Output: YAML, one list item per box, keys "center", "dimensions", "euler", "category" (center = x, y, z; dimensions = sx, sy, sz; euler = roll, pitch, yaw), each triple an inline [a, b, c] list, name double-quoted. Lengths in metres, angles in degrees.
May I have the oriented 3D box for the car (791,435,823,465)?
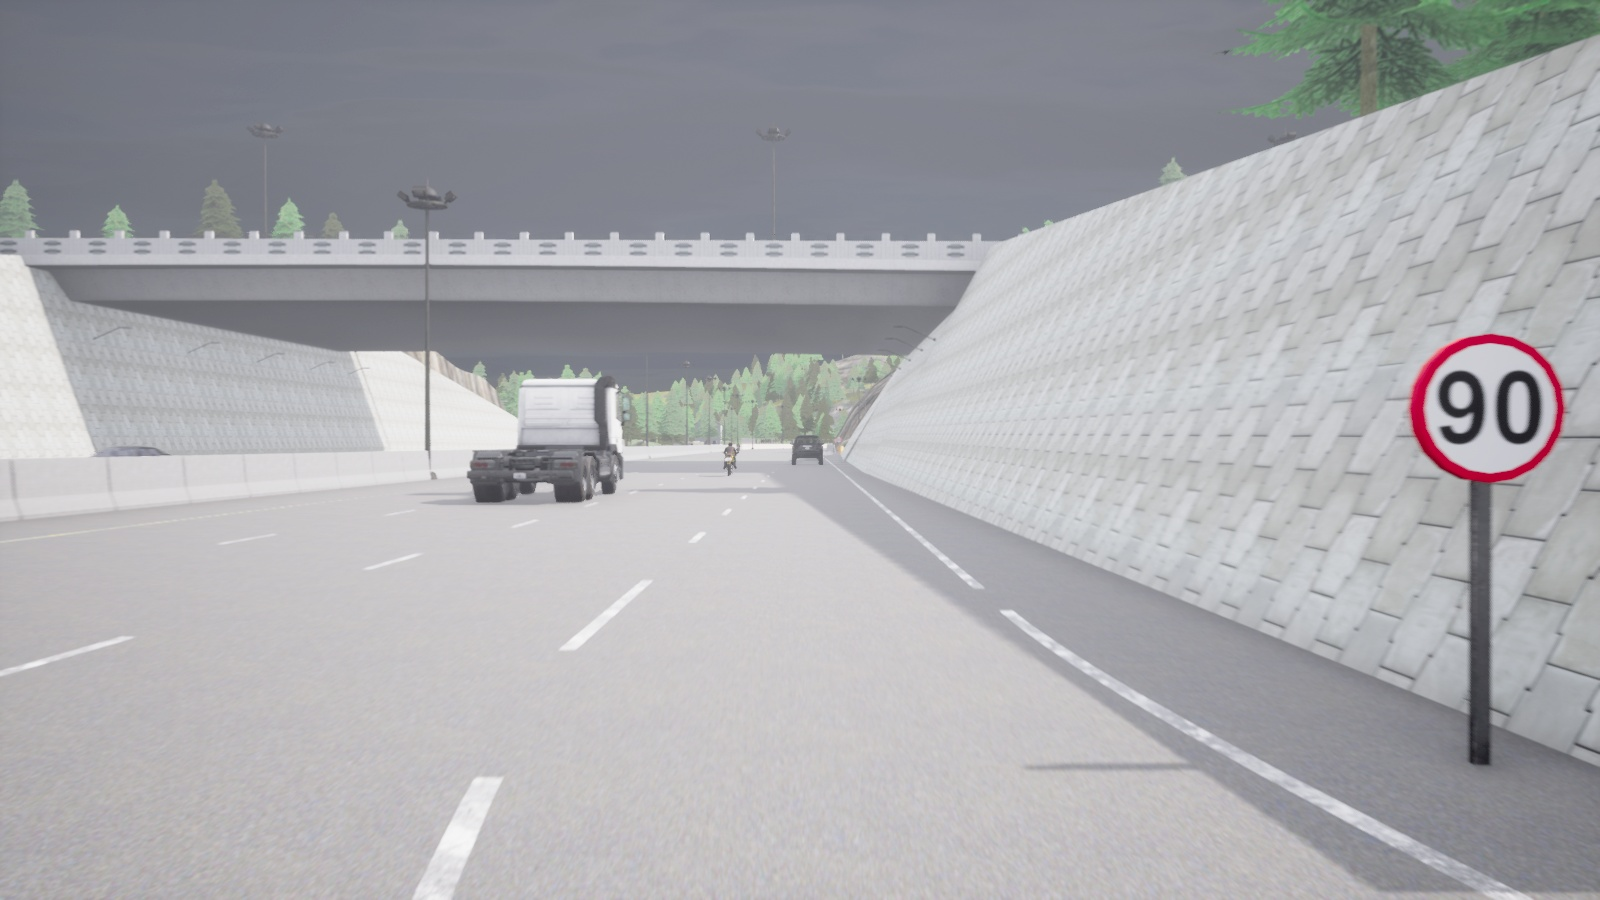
- center: [0.510, -0.024, 87.959]
  dimensions: [2.150, 2.045, 5.566]
  euler: [0, 0, 0]
  category: "car"

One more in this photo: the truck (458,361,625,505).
- center: [-6.789, -0.432, 34.296]
  dimensions: [2.891, 3.462, 7.936]
  euler: [0, 0, 0]
  category: "truck"

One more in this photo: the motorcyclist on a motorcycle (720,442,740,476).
- center: [-3.161, 0.409, 56.894]
  dimensions: [0.797, 1.523, 2.044]
  euler: [0, 0, 0]
  category: "motorcyclist on a motorcycle"

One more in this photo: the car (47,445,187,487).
- center: [-24.230, 0.524, 44.830]
  dimensions: [2.033, 1.411, 5.357]
  euler: [0, 0, 0]
  category: "car"
